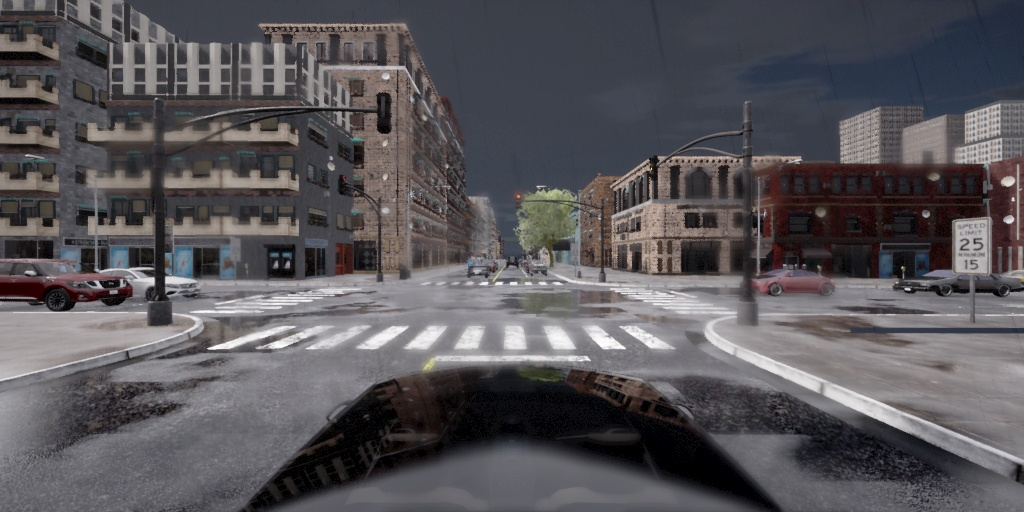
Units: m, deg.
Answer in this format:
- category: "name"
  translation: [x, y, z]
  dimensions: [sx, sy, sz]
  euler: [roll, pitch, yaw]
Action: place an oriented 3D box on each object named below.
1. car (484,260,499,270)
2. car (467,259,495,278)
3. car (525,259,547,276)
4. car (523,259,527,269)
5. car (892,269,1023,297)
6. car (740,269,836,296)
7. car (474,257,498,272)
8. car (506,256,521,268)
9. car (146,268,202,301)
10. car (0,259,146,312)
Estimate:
- category: "car"
  translation: [-3.091, 1.372, 54.242]
  dimensions: [1.994, 1.385, 4.181]
  euler: [0, 0, 0]
- category: "car"
  translation: [-3.106, 1.266, 34.337]
  dimensions: [2.128, 1.511, 4.902]
  euler: [0, 0, 0]
- category: "car"
  translation: [2.686, 1.330, 36.987]
  dimensions: [2.007, 1.370, 4.403]
  euler: [0, 0, 0]
- category: "car"
  translation: [2.686, 1.228, 42.684]
  dimensions: [1.967, 1.591, 4.097]
  euler: [0, 0, 0]
- category: "car"
  translation: [24.018, 1.412, 19.354]
  dimensions: [5.357, 1.411, 2.033]
  euler: [0, 0, 0]
- category: "car"
  translation: [14.716, 1.387, 19.286]
  dimensions: [4.181, 1.385, 1.994]
  euler: [0, 0, 0]
- category: "car"
  translation: [-3.103, 1.143, 44.231]
  dimensions: [2.097, 1.767, 4.553]
  euler: [0, 0, 0]
- category: "car"
  translation: [0.085, 1.047, 63.909]
  dimensions: [2.150, 2.045, 5.566]
  euler: [0, 0, 0]
- category: "car"
  translation: [-16.529, 1.227, 15.861]
  dimensions: [4.674, 1.442, 1.812]
  euler: [0, 0, 0]
- category: "car"
  translation: [-17.278, 1.013, 13.266]
  dimensions: [5.009, 1.841, 2.192]
  euler: [0, 0, 0]
